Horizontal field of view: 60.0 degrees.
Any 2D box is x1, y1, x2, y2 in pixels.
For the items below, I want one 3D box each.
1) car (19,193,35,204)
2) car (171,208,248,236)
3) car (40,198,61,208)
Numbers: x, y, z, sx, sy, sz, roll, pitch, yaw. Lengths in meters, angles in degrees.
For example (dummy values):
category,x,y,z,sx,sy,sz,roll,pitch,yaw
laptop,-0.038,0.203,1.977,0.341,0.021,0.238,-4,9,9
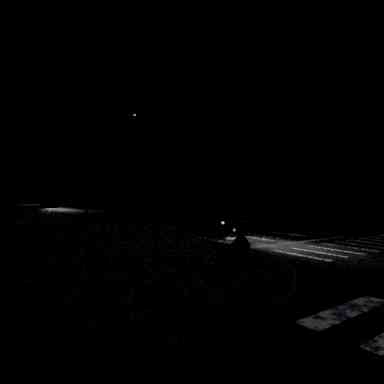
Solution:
category,x,y,z,sx,sy,sz,roll,pitch,yaw
car,-31.113,1.208,62.557,2.150,2.045,5.566,1,0,-36
car,0.822,1.550,18.082,1.895,1.301,4.718,1,0,-36
car,-19.996,1.569,47.072,1.895,1.301,4.718,1,0,-36
